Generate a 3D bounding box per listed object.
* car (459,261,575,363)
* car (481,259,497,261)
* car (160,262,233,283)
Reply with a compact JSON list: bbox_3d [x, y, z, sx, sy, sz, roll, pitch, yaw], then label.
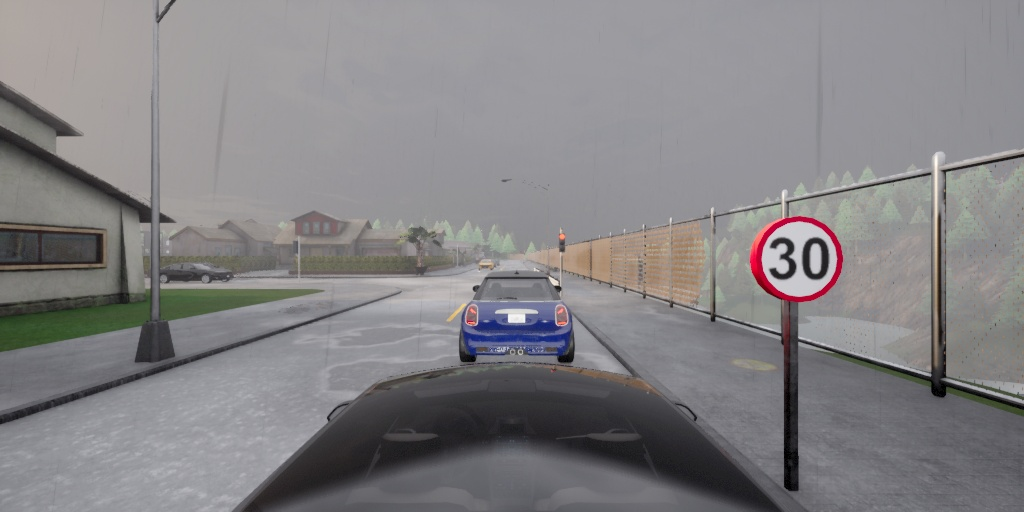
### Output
[{"bbox_3d":[0.116,1.102,8.344,2.097,1.767,4.553,0,0,1],"label":"car"},{"bbox_3d":[-3.657,1.228,51.213,1.882,1.535,5.008,0,0,1],"label":"car"},{"bbox_3d":[-23.613,1.228,26.693,5.008,1.535,1.882,0,0,1],"label":"car"}]
